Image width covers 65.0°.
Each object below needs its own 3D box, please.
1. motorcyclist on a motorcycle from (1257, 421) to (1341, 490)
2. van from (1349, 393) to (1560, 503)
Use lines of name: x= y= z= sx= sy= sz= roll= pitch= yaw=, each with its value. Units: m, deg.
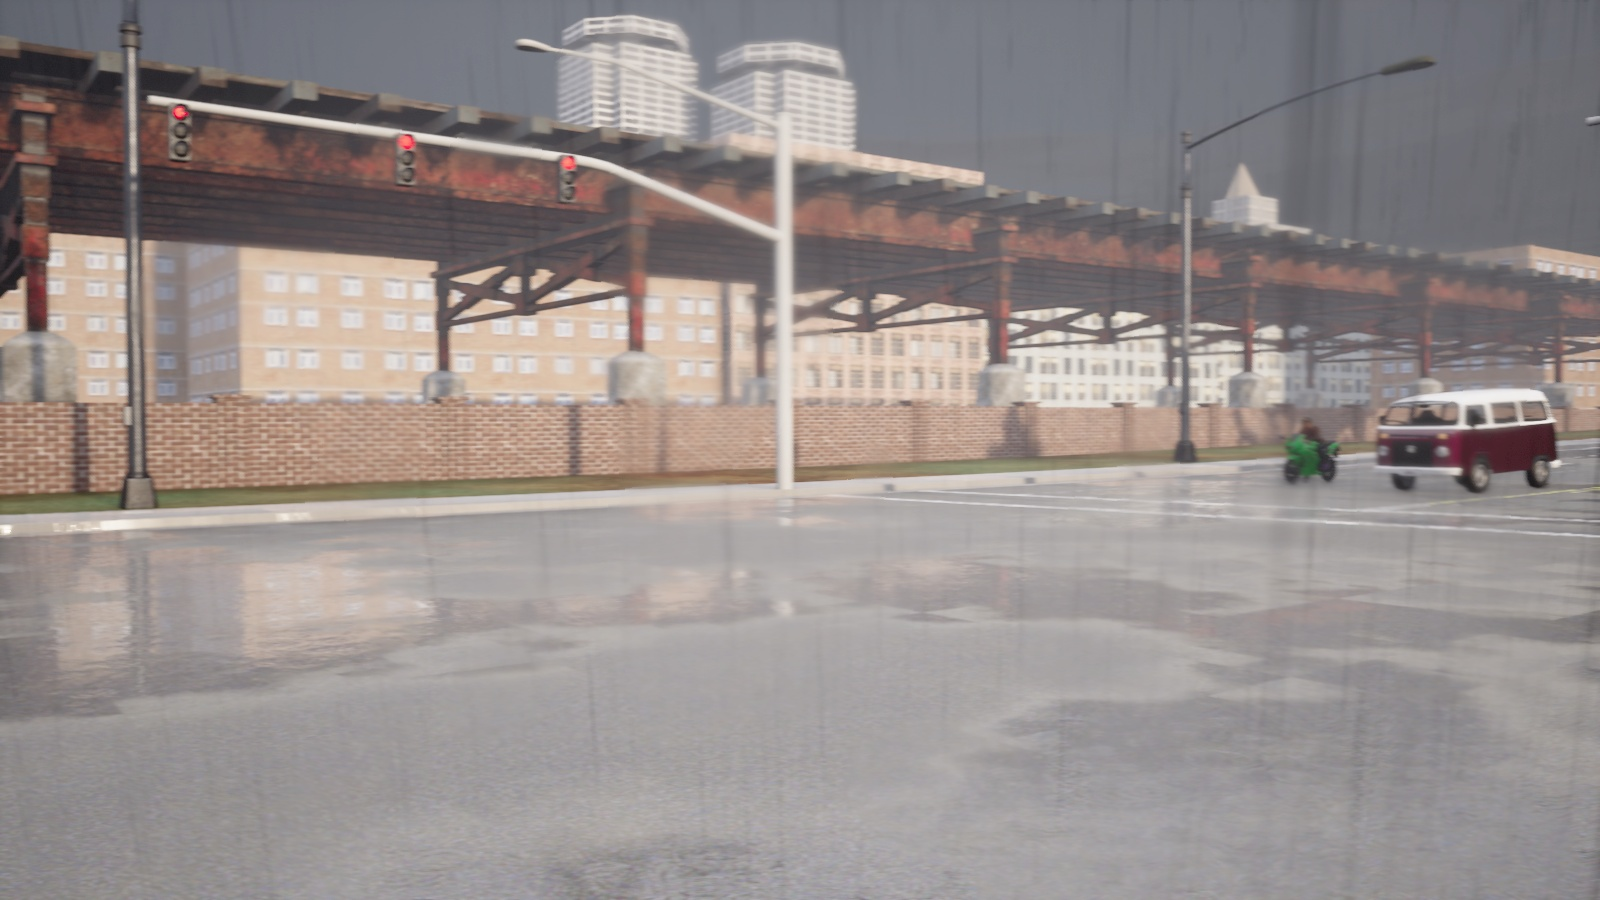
motorcyclist on a motorcycle: x=11.488 y=0.097 z=28.876 sx=2.044 sy=1.523 sz=0.797 roll=-1 pitch=2 yaw=-35
van: x=13.666 y=-0.109 z=26.125 sx=4.480 sy=2.038 sz=2.069 roll=-3 pitch=3 yaw=-35
